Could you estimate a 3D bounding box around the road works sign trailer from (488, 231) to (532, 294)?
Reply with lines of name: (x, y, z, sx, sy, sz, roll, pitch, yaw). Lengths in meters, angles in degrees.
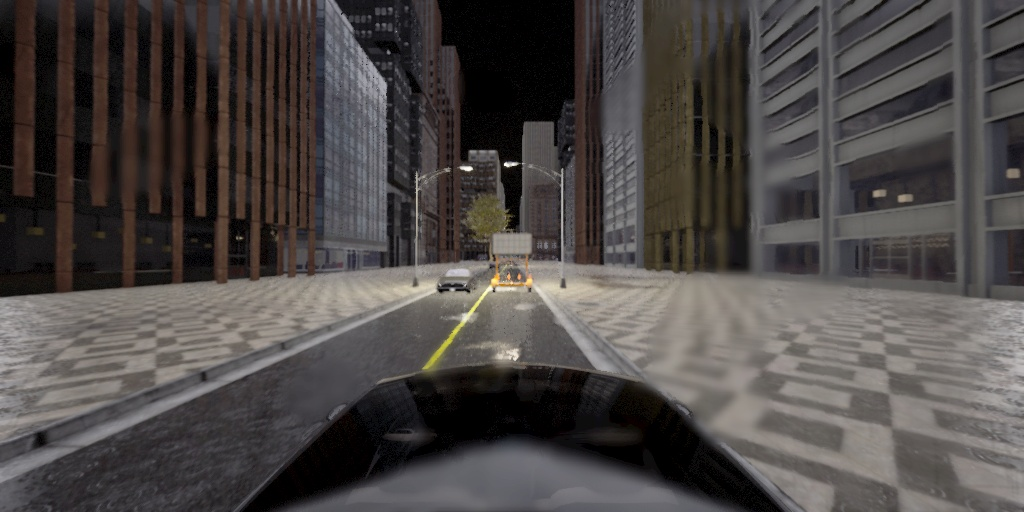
road works sign trailer: (-0.009, 0.329, 21.294, 2.380, 3.560, 2.880, 0, 0, 0)

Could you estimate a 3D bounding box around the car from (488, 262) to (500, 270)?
car: (-3.052, 1.662, 62.351, 2.033, 1.411, 5.357, 0, 0, 1)

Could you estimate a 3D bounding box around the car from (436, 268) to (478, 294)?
car: (-3.108, 1.413, 21.399, 2.033, 1.411, 5.357, 0, 0, 0)
